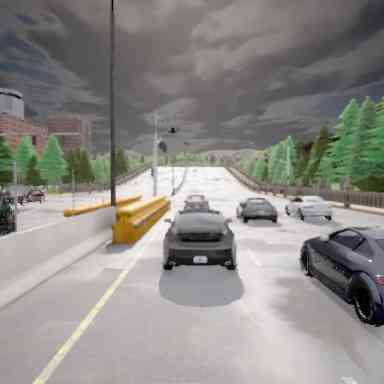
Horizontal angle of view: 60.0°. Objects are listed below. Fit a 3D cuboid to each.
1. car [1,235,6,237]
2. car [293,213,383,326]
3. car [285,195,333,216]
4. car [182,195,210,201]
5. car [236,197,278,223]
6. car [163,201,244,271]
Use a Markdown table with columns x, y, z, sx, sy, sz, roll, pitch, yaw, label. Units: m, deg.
| x | y | z | sx | sy | sz | roll | pitch | yaw | label |
| --- | --- | --- | --- | --- | --- | --- | --- | --- | --- |
| -7.009 | 0.966 | 8.853 | 2.150 | 2.045 | 5.566 | 0 | 2 | 1 | car |
| 3.667 | 1.377 | 6.670 | 1.994 | 1.385 | 4.181 | 0 | 2 | 1 | car |
| 7.311 | 0.942 | 21.055 | 1.812 | 1.442 | 4.674 | 0 | 2 | 0 | car |
| 0.310 | 0.892 | 23.484 | 2.033 | 1.411 | 5.357 | 0 | 2 | 0 | car |
| 3.801 | 1.008 | 19.969 | 1.994 | 1.385 | 4.181 | 0 | 2 | 1 | car |
| 0.202 | 1.225 | 9.884 | 1.837 | 1.490 | 4.892 | 0 | 1 | 0 | car |
